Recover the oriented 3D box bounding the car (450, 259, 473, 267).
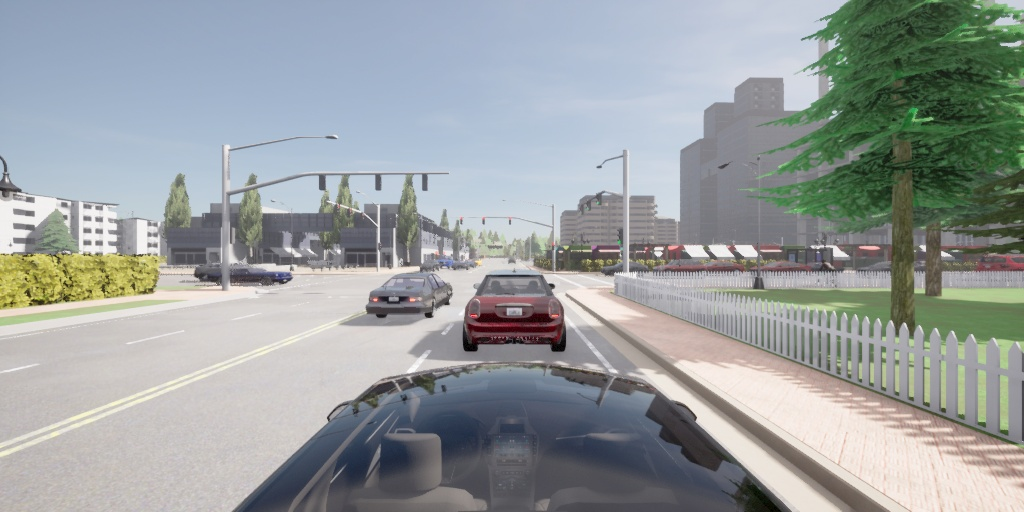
[{"bbox_3d":[-7.107,1.314,51.095,1.994,1.385,4.181,0,0,0],"label":"car"}]

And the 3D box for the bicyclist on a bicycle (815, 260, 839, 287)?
[{"bbox_3d":[18.789,1.052,21.448,0.582,1.620,1.656,0,0,-1],"label":"bicyclist on a bicycle"}]

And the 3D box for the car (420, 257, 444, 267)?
[{"bbox_3d":[-10.608,1.255,46.518,1.837,1.490,4.892,0,0,0],"label":"car"}]

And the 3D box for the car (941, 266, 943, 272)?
[{"bbox_3d":[40.674,1.241,36.454,4.902,1.511,2.128,0,0,-1],"label":"car"}]

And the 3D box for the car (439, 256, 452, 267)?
[{"bbox_3d":[-10.601,0.971,56.379,2.150,2.045,5.566,0,0,0],"label":"car"}]

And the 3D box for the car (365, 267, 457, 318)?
[{"bbox_3d":[-3.420,1.297,12.924,2.033,1.411,5.357,0,0,0],"label":"car"}]

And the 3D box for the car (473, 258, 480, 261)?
[{"bbox_3d":[-7.092,1.297,60.338,2.033,1.411,5.357,0,0,0],"label":"car"}]

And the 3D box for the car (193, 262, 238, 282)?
[{"bbox_3d":[-21.784,1.241,27.866,4.902,1.511,2.128,0,0,-2],"label":"car"}]

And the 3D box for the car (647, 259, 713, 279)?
[{"bbox_3d":[15.075,1.102,32.339,4.553,1.767,2.097,0,0,-1],"label":"car"}]

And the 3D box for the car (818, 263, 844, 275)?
[{"bbox_3d":[30.449,1.351,36.227,4.718,1.301,1.895,0,0,-1],"label":"car"}]

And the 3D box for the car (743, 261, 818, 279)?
[{"bbox_3d":[24.288,1.228,32.571,5.008,1.535,1.882,0,0,-1],"label":"car"}]

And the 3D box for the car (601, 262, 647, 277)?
[{"bbox_3d":[11.226,1.276,35.726,4.674,1.442,1.812,0,0,-1],"label":"car"}]

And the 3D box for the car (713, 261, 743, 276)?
[{"bbox_3d":[20.551,1.227,35.981,5.008,1.535,1.882,0,0,-1],"label":"car"}]

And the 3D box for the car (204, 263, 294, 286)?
[{"bbox_3d":[-17.593,1.351,24.319,4.718,1.301,1.895,0,0,1],"label":"car"}]

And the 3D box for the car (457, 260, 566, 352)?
[{"bbox_3d":[0.063,1.102,9.089,2.097,1.767,4.553,0,0,0],"label":"car"}]

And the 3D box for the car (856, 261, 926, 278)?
[{"bbox_3d":[34.349,1.255,32.816,4.892,1.490,1.837,0,0,-1],"label":"car"}]

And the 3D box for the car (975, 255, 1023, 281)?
[{"bbox_3d":[41.547,0.972,29.318,5.566,2.045,2.150,0,0,-1],"label":"car"}]
